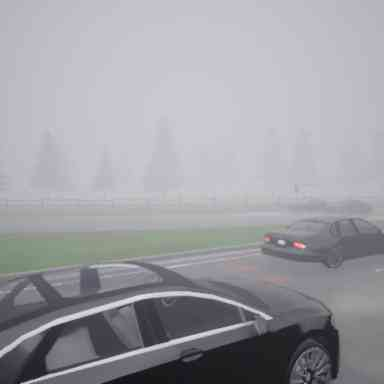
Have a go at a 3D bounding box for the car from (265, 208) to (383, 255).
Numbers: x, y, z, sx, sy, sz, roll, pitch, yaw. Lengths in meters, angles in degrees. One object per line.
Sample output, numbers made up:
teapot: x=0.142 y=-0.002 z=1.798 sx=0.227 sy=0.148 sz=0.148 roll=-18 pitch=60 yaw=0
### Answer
car: x=4.704 y=1.466 z=10.766 sx=5.357 sy=1.411 sz=2.033 roll=0 pitch=0 yaw=-31

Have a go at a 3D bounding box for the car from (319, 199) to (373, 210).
car: x=13.978 y=1.334 z=29.726 sx=4.181 sy=1.385 sz=1.994 roll=0 pitch=0 yaw=-19

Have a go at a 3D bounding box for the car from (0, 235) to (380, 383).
car: x=-0.536 y=1.477 z=3.220 sx=4.902 sy=1.511 sz=2.128 roll=-1 pitch=0 yaw=-35

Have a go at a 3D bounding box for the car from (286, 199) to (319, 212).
car: x=11.633 y=1.366 z=32.584 sx=4.718 sy=1.301 sz=1.895 roll=0 pitch=0 yaw=-19
